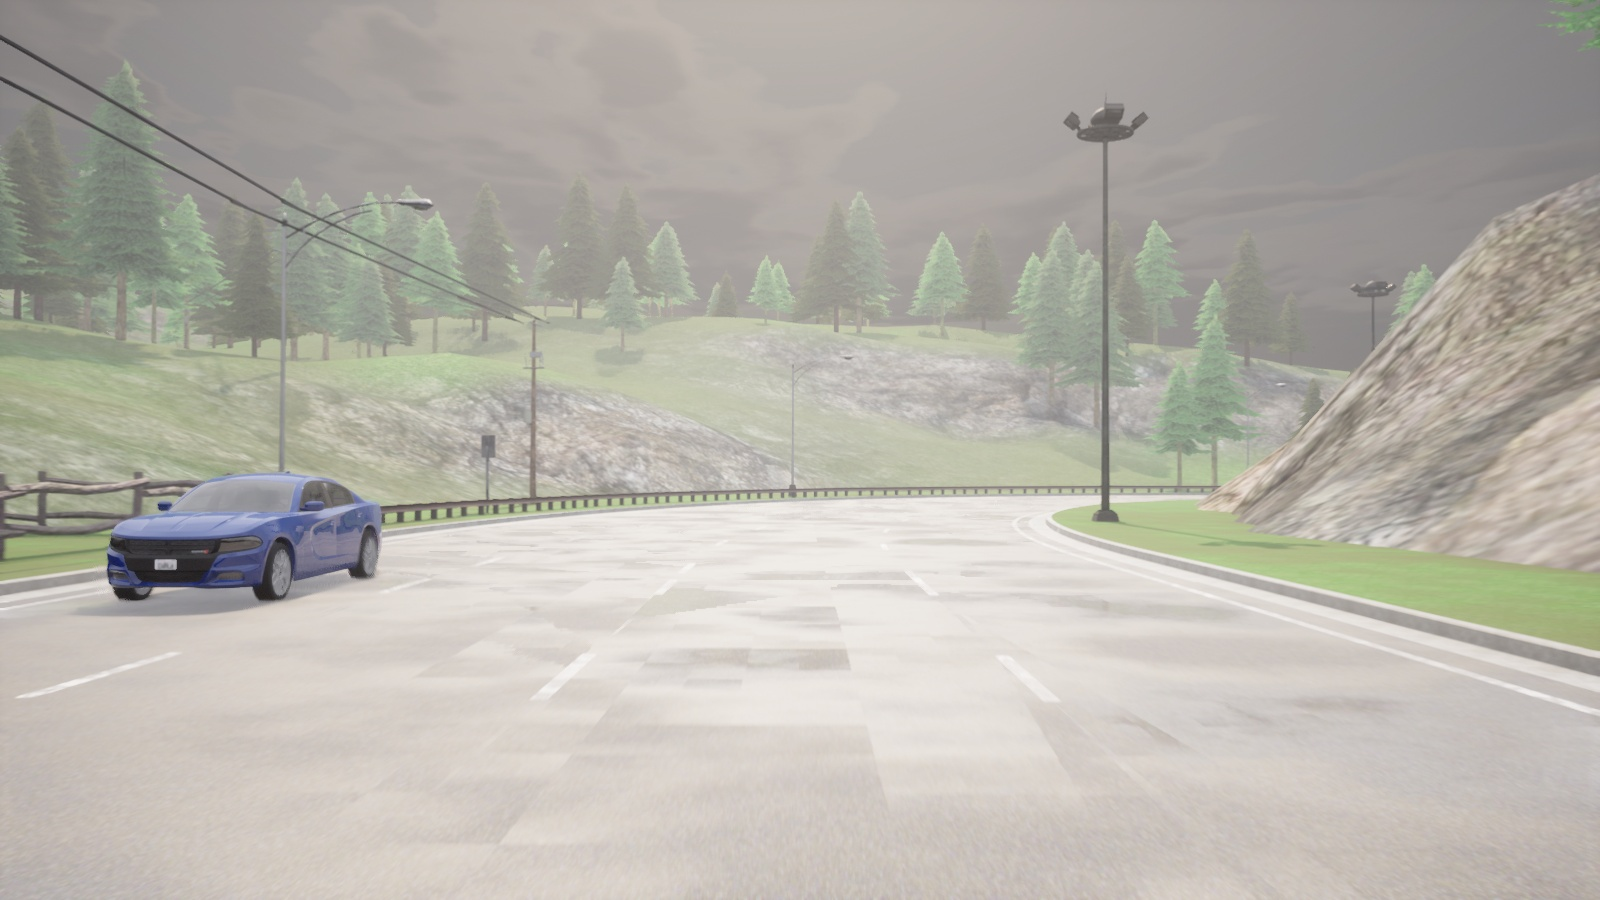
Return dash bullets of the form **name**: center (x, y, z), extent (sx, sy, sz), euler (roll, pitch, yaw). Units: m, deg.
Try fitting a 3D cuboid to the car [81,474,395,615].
- **car**: center (-7.042, 1.098, 16.439), extent (1.882, 1.535, 5.008), euler (0, -1, 0)
